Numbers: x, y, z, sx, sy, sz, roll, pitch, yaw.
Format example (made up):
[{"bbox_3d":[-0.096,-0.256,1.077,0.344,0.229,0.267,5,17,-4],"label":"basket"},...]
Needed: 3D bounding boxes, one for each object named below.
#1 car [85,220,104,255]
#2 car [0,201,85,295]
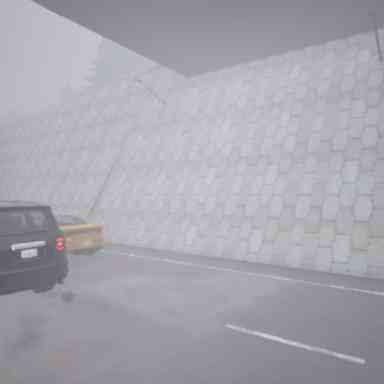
[{"bbox_3d":[-5.336,1.480,12.095,5.008,1.535,1.882,0,0,35],"label":"car"},{"bbox_3d":[-5.183,1.224,7.686,5.566,2.045,2.150,0,0,35],"label":"car"}]
